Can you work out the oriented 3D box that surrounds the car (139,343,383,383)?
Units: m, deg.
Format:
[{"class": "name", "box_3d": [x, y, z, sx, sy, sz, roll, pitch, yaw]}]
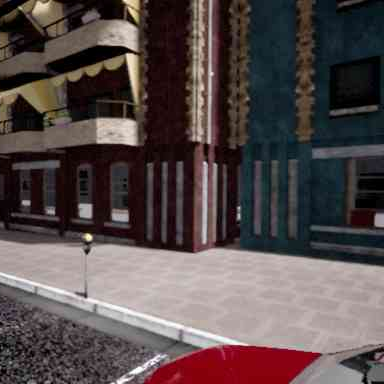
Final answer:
[{"class": "car", "box_3d": [1.384, 1.582, 1.731, 4.206, 1.307, 1.802, 0, 1, 35]}]
